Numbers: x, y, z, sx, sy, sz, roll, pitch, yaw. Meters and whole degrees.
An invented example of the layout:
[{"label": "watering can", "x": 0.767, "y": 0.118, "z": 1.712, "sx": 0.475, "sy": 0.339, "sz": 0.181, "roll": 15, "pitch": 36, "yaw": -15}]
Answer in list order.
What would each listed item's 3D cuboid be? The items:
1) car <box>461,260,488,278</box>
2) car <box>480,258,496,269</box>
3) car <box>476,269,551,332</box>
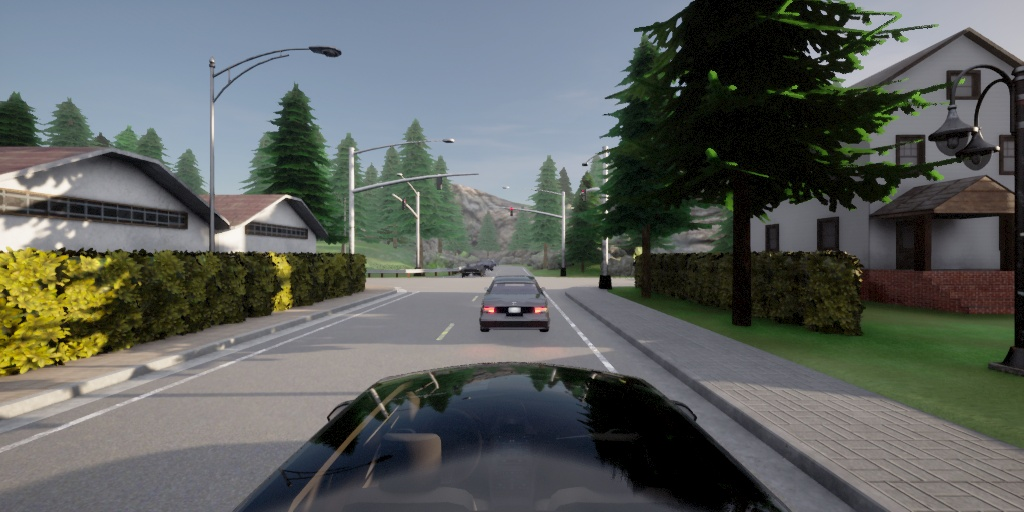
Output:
[{"label": "car", "x": -3.575, "y": 1.344, "z": 33.542, "sx": 1.895, "sy": 1.301, "sz": 4.718, "roll": 0, "pitch": 0, "yaw": 0}, {"label": "car", "x": -3.583, "y": 1.103, "z": 48.174, "sx": 2.097, "sy": 1.767, "sz": 4.553, "roll": 0, "pitch": 0, "yaw": 0}, {"label": "car", "x": 0.077, "y": 1.297, "z": 10.807, "sx": 2.033, "sy": 1.411, "sz": 5.357, "roll": 0, "pitch": 0, "yaw": 0}]
